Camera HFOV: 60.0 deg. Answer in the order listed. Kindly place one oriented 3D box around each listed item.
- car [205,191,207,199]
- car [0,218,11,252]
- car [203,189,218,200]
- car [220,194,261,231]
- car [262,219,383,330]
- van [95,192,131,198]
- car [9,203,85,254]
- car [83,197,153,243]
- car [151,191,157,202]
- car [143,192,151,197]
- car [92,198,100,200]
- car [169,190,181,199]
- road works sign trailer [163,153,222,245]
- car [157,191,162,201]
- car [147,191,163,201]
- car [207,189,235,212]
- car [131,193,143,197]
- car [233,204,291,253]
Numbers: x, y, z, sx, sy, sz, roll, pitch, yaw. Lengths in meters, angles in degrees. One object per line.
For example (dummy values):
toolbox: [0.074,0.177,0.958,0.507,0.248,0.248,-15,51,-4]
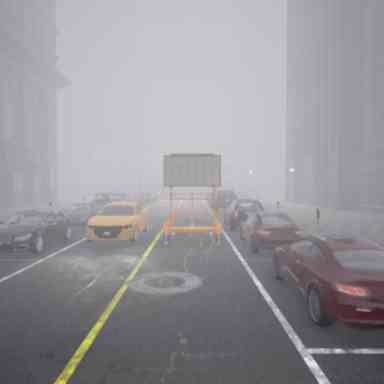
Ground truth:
car: [2.806,0.626,34.653,2.192,1.841,5.009,0,1,0]
car: [-5.757,1.432,6.490,1.947,1.339,4.313,0,1,0]
car: [2.830,0.426,51.561,1.967,1.590,4.097,0,1,0]
car: [2.783,1.082,17.751,1.967,1.590,4.097,0,1,0]
car: [2.768,1.448,6.484,1.802,1.307,4.206,0,1,0]
van: [-5.734,0.872,23.392,1.690,1.788,3.998,0,1,0]
car: [-5.749,1.305,12.125,2.008,1.369,4.403,0,1,0]
car: [-3.080,1.183,14.535,1.882,1.535,5.008,0,1,0]
car: [-5.710,0.768,40.303,1.947,1.339,4.313,0,1,0]
car: [-5.718,0.893,34.668,1.802,1.307,4.206,0,1,0]
car: [-5.741,1.224,17.761,1.802,1.307,4.206,0,1,0]
car: [-2.919,0.387,57.995,1.882,1.535,5.008,0,1,0]
road works sign trailer: [0.019,0.180,13.989,2.380,3.560,2.880,0,1,0]
car: [-5.702,0.660,45.938,1.947,1.339,4.313,0,1,0]
car: [-5.695,0.537,51.574,2.008,1.369,4.403,0,1,0]
car: [2.798,0.735,29.018,2.192,1.841,5.009,0,1,0]
car: [-5.726,0.949,28.861,1.752,1.417,4.829,0,1,0]
car: [2.776,1.335,12.119,1.802,1.307,4.206,0,1,0]
